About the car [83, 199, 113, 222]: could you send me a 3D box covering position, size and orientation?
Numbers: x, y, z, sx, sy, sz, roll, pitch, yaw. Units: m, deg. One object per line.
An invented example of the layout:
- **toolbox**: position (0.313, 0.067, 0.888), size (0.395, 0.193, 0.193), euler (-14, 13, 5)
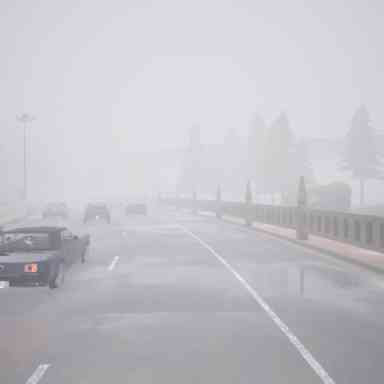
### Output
- **car**: position (-7.411, 1.505, 26.054), size (1.837, 1.490, 4.892), euler (0, 0, -15)

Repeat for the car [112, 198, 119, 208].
- **car**: position (-9.762, 1.526, 42.722), size (1.812, 1.442, 4.674), euler (0, 0, -24)

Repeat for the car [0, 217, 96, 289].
- **car**: position (-4.104, 1.601, 9.007), size (1.895, 1.301, 4.718), euler (0, 0, -6)

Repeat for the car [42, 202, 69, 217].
- **car**: position (-11.896, 1.547, 29.114), size (2.033, 1.411, 5.357), euler (0, 0, -18)

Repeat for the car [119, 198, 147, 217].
- **car**: position (-5.576, 1.478, 31.973), size (1.882, 1.535, 5.008), euler (0, 0, -18)
